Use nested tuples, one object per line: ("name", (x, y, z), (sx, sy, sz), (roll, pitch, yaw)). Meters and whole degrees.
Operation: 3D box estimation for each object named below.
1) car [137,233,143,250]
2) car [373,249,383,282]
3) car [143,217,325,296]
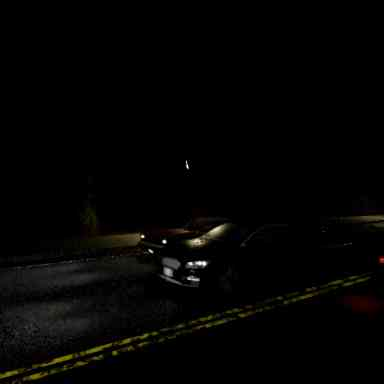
("car", (0.484, 1.603, 12.015), (4.718, 1.301, 1.895), (0, 0, -36))
("car", (6.574, 1.550, 8.179), (5.357, 1.411, 2.033), (0, 0, -35))
("car", (1.471, 1.493, 8.726), (4.902, 1.511, 2.128), (0, 0, -36))
